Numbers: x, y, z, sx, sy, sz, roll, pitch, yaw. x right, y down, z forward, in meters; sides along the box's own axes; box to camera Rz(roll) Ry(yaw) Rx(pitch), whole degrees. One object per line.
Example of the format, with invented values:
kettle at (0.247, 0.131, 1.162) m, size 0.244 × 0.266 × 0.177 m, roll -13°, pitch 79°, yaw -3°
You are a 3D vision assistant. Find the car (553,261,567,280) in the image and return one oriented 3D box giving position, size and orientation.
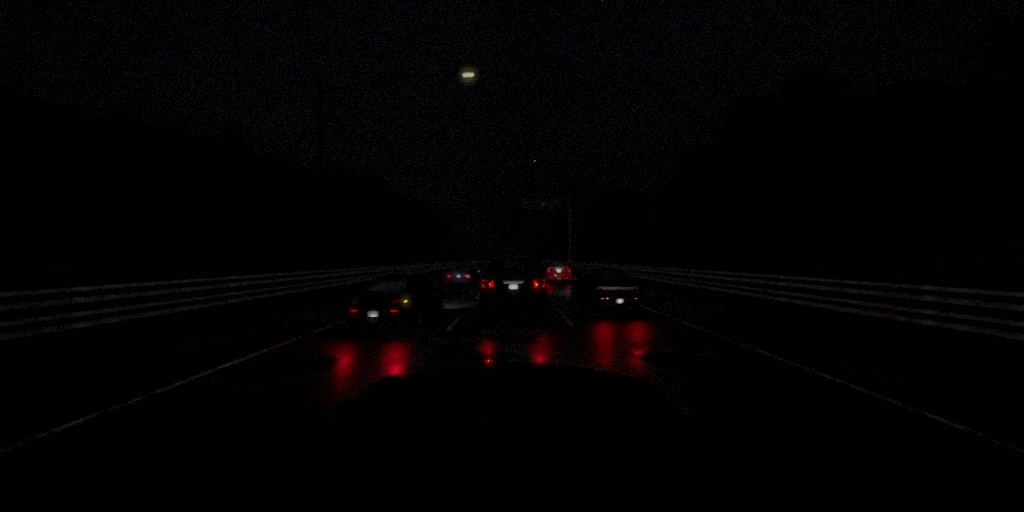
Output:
car at (3.569, 1.183, 29.234) m, size 2.097 × 1.767 × 4.553 m, roll 0°, pitch 0°, yaw 0°

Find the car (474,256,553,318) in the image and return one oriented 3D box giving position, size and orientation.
car at (0.065, 1.004, 13.274) m, size 2.150 × 2.045 × 5.566 m, roll 0°, pitch 0°, yaw 0°

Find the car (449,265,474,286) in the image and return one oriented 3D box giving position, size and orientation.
car at (-3.453, 1.368, 25.804) m, size 2.033 × 1.411 × 5.357 m, roll 0°, pitch 0°, yaw 1°

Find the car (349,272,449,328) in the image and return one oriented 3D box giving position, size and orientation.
car at (-3.454, 1.301, 11.382) m, size 1.812 × 1.442 × 4.674 m, roll 0°, pitch 0°, yaw 2°

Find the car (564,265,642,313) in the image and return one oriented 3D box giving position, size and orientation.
car at (3.569, 1.275, 14.227) m, size 2.128 × 1.511 × 4.902 m, roll 0°, pitch 0°, yaw 0°
